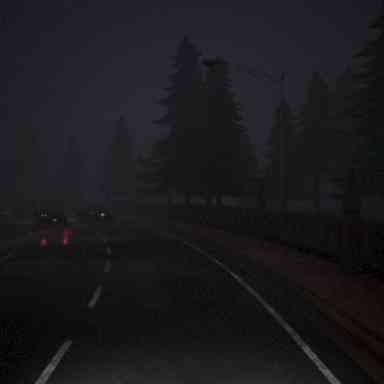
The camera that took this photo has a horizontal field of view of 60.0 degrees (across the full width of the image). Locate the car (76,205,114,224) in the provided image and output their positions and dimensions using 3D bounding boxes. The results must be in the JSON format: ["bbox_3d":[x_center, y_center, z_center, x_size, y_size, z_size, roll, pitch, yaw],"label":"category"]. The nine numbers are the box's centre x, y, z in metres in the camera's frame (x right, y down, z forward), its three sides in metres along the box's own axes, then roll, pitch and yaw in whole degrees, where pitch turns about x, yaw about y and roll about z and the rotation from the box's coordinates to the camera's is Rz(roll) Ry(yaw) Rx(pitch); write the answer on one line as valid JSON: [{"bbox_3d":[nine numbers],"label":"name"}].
[{"bbox_3d":[-7.810,1.689,26.582,1.994,1.385,4.181,0,0,-34],"label":"car"}]

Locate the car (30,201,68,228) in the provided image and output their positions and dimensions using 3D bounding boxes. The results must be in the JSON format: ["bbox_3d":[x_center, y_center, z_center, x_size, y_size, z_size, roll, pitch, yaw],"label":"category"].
[{"bbox_3d":[-10.077,1.637,23.553,1.812,1.442,4.674,0,0,-31],"label":"car"}]

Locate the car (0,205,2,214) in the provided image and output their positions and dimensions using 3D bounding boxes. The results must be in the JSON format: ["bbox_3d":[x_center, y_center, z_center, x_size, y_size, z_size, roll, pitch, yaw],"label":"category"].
[{"bbox_3d":[-22.455,1.674,35.950,4.892,1.490,1.837,-1,-1,33],"label":"car"}]

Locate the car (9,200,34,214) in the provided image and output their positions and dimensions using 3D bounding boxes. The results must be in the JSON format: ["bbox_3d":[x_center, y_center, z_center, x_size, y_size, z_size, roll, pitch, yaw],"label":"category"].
[{"bbox_3d":[-18.835,1.682,37.706,4.892,1.490,1.837,-1,-1,35],"label":"car"}]
